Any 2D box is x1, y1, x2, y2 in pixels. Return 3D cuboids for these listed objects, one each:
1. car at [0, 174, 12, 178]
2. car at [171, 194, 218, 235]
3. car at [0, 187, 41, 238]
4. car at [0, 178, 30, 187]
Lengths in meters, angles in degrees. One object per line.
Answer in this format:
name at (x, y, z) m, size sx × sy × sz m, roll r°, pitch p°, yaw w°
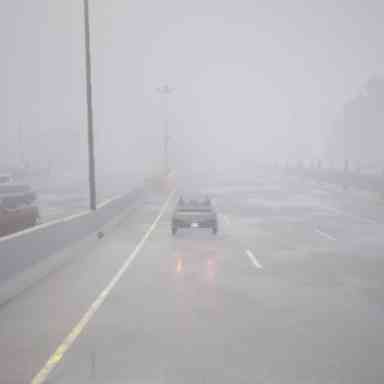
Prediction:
car at (-14.098, -0.129, 22.379) m, size 2.150 × 2.045 × 5.566 m, roll 0°, pitch 6°, yaw 0°
car at (0.094, 0.832, 14.525) m, size 2.128 × 1.511 × 4.902 m, roll 0°, pitch 4°, yaw 0°
car at (-7.098, 0.900, 11.420) m, size 2.097 × 1.767 × 4.553 m, roll 0°, pitch 4°, yaw 0°
car at (-10.598, 0.352, 18.723) m, size 2.097 × 1.767 × 4.553 m, roll 0°, pitch 5°, yaw 0°
